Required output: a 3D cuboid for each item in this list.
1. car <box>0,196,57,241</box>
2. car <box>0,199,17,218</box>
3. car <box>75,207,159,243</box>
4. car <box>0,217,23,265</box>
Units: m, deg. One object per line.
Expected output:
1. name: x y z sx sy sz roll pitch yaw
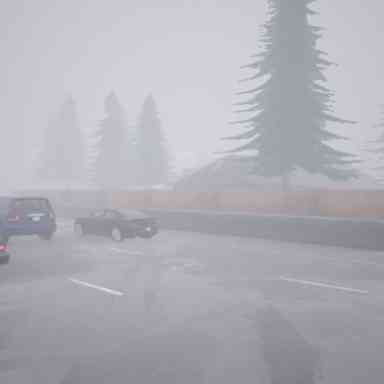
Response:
1. car: -8.443 1.184 15.572 5.566 2.045 2.150 0 0 42
2. car: -17.507 1.413 29.726 2.128 1.511 4.902 0 0 -42
3. car: -3.779 1.458 16.141 5.008 1.535 1.882 0 0 41
4. car: -7.331 1.516 9.926 5.357 1.411 2.033 0 0 41
